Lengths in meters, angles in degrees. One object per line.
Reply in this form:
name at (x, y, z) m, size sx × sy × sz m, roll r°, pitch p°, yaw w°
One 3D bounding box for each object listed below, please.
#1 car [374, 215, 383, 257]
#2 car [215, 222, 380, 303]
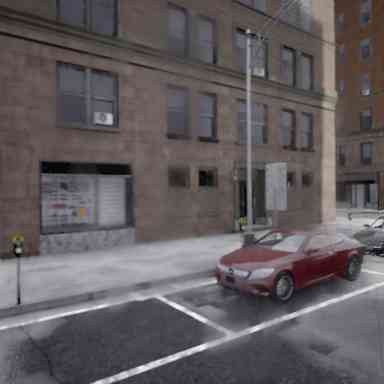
car at (7.107, 1.419, 11.258) m, size 4.403 × 1.369 × 2.008 m, roll -1°, pitch 0°, yaw -36°
car at (2.483, 1.511, 7.959) m, size 4.206 × 1.307 × 1.802 m, roll -1°, pitch 0°, yaw -36°
